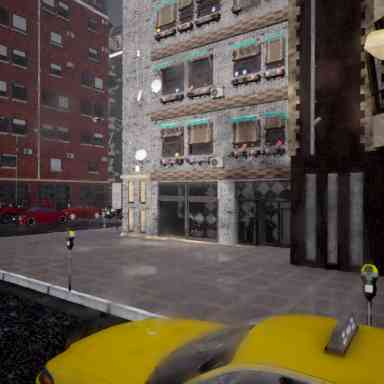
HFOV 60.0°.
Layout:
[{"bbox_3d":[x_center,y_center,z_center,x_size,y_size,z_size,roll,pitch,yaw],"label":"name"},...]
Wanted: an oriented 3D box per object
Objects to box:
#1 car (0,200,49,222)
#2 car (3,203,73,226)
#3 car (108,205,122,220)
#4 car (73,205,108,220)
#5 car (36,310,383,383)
[{"bbox_3d":[-14.111,1.591,27.628,2.192,1.841,5.009,-1,-2,35],"label":"car"},{"bbox_3d":[-11.964,1.851,26.152,1.994,1.385,4.181,0,-1,35],"label":"car"},{"bbox_3d":[-6.407,1.682,33.972,2.150,2.045,5.566,0,-1,35],"label":"car"},{"bbox_3d":[-10.813,1.923,32.266,1.887,1.381,4.507,-1,-2,35],"label":"car"},{"bbox_3d":[0.771,1.525,2.326,4.829,1.417,1.752,0,0,36],"label":"car"}]
